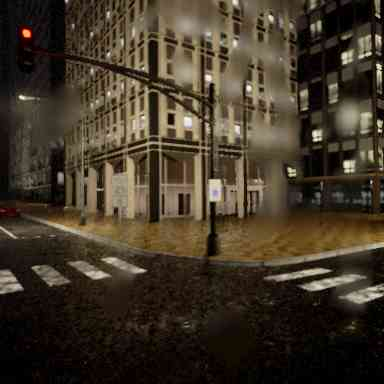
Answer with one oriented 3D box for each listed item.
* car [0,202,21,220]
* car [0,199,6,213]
[{"bbox_3d":[-15.626,1.628,28.199,1.802,1.307,4.206,1,-1,-36],"label":"car"},{"bbox_3d":[-22.206,1.586,37.418,1.752,1.417,4.829,1,-1,-35],"label":"car"}]
